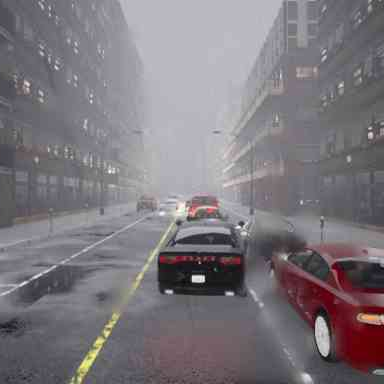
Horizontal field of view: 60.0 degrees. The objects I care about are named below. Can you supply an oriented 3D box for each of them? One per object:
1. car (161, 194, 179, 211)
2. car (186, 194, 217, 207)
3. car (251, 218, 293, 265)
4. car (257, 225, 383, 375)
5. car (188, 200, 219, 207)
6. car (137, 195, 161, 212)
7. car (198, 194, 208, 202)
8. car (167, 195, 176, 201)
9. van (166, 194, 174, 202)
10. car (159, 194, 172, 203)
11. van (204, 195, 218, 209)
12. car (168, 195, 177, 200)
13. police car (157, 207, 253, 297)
[{"bbox_3d":[-2.752,1.223,41.154,2.150,2.045,5.566,0,0,0],"label":"car"},{"bbox_3d":[0.823,1.226,24.574,2.150,2.045,5.566,0,0,0],"label":"car"},{"bbox_3d":[2.572,1.552,11.375,2.008,1.369,4.403,1,0,0],"label":"car"},{"bbox_3d":[2.572,1.545,5.704,1.887,1.381,4.507,1,0,0],"label":"car"},{"bbox_3d":[0.823,1.456,18.734,1.801,1.575,5.366,0,0,0],"label":"car"},{"bbox_3d":[-5.305,1.317,39.699,2.192,1.841,5.009,1,0,0],"label":"car"},{"bbox_3d":[2.576,1.321,79.425,2.192,1.841,5.009,1,0,0],"label":"car"},{"bbox_3d":[-5.307,1.557,85.066,2.008,1.369,4.403,1,0,0],"label":"car"},{"bbox_3d":[-5.304,1.347,79.396,1.690,1.788,3.998,1,0,0],"label":"van"},{"bbox_3d":[-5.304,1.319,68.054,2.192,1.841,5.009,1,0,0],"label":"car"},{"bbox_3d":[2.575,1.344,45.400,1.690,1.788,3.998,1,0,0],"label":"van"},{"bbox_3d":[-5.307,1.573,90.737,1.947,1.339,4.313,1,0,0],"label":"car"},{"bbox_3d":[0.434,1.425,8.799,1.930,1.638,5.238,0,0,7],"label":"police car"}]
